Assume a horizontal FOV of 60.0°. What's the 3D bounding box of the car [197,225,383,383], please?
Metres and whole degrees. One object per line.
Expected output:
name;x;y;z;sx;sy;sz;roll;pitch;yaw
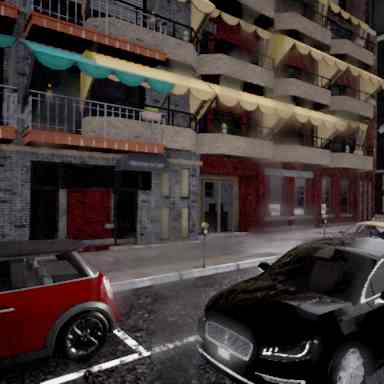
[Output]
car;2.321;1.513;5.044;4.892;1.490;1.837;0;0;-36

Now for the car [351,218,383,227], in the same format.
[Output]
car;5.907;1.544;10.778;4.829;1.417;1.752;0;1;-36

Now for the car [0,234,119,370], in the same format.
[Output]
car;-3.147;1.440;4.298;4.097;1.590;1.967;0;1;-36
